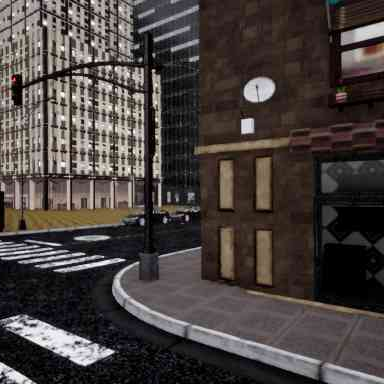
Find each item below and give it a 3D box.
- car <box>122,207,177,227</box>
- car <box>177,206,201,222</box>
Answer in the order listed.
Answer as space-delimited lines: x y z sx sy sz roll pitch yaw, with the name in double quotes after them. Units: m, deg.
-3.516 1.896 25.942 2.008 1.369 4.403 -2 -2 35 "car"
-0.308 1.977 30.495 2.008 1.369 4.403 -2 -2 35 "car"
